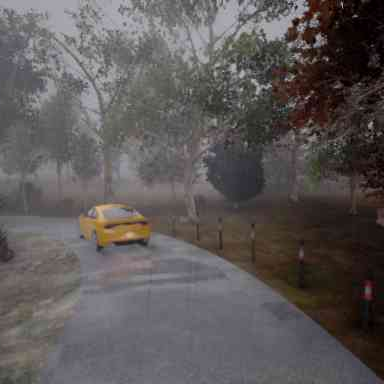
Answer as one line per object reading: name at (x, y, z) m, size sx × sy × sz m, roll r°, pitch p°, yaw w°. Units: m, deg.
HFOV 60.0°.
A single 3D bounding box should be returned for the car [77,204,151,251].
car at (-3.290, 1.228, 13.337) m, size 1.882 × 1.535 × 5.008 m, roll -3°, pitch 3°, yaw -29°
